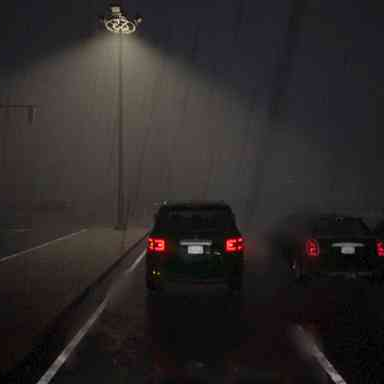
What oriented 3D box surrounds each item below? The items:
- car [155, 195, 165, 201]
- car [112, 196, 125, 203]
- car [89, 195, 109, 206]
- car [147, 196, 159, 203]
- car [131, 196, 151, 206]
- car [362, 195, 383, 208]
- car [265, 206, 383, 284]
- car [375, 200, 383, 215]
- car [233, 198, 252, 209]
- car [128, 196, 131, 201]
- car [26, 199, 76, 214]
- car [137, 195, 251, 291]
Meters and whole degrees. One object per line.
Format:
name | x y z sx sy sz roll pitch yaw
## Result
car | -8.036 1.476 84.424 2.128 1.511 4.902 0 0 0
car | -15.055 1.527 68.655 1.994 1.385 4.181 0 0 0
car | -15.118 1.332 54.167 2.097 1.767 4.553 0 0 0
car | -8.055 1.570 68.637 1.895 1.301 4.718 0 0 0
car | -8.122 1.486 53.806 1.837 1.490 4.892 0 0 0
car | 7.071 1.218 8.848 2.150 2.045 5.566 0 0 0
car | 3.571 1.348 9.723 2.097 1.767 4.553 0 0 0
car | 21.180 1.535 32.621 5.357 1.411 2.033 0 0 1
car | 7.062 1.546 46.795 1.994 1.385 4.181 0 0 0
car | -15.034 1.560 84.847 1.895 1.301 4.718 0 0 0
car | -14.501 1.492 34.216 4.892 1.490 1.837 0 0 5
car | 0.072 1.218 9.156 2.150 2.045 5.566 0 0 0
